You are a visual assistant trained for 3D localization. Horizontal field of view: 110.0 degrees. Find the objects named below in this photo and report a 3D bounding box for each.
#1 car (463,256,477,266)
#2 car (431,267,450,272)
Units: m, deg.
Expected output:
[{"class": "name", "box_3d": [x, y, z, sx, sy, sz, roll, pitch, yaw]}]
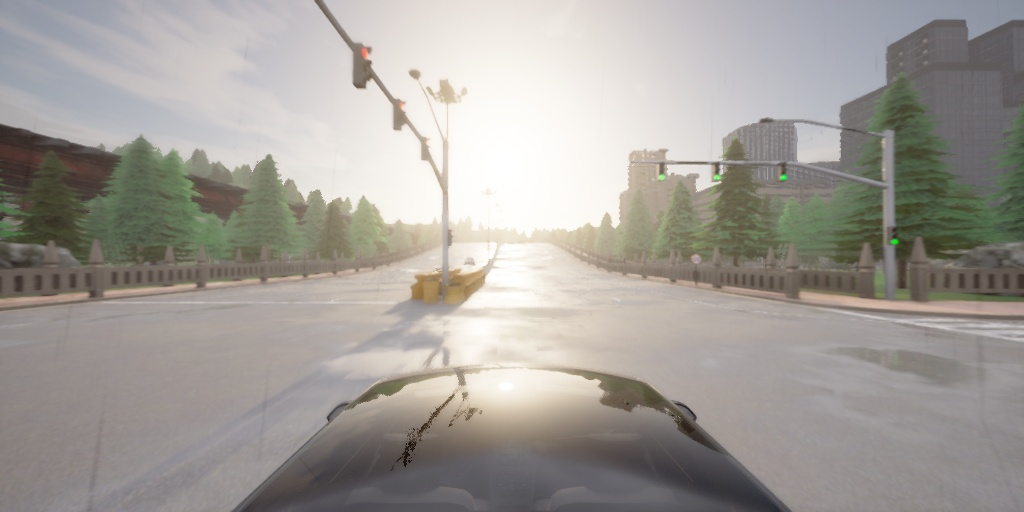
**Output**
[{"class": "car", "box_3d": [-7.163, 0.848, 61.915, 1.812, 1.442, 4.674, 0, 5, 0]}, {"class": "car", "box_3d": [-7.014, 1.769, 35.459, 1.895, 1.301, 4.718, 0, -1, 0]}]
